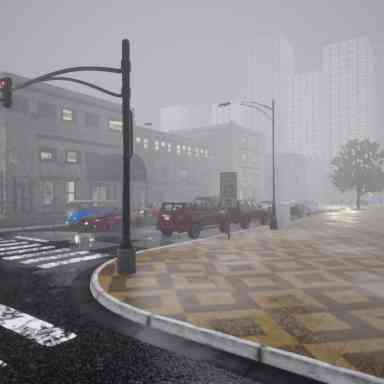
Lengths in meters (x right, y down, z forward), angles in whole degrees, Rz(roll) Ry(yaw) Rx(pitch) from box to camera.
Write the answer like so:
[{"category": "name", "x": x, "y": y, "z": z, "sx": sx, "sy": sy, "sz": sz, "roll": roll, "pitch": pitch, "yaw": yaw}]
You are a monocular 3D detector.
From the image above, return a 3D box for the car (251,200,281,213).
[{"category": "car", "x": 8.953, "y": 1.669, "z": 40.075, "sx": 1.812, "sy": 1.442, "sz": 4.674, "roll": 0, "pitch": -1, "yaw": 36}]

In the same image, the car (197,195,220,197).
[{"category": "car", "x": 1.256, "y": 1.314, "z": 29.255, "sx": 2.150, "sy": 2.045, "sz": 5.566, "roll": 0, "pitch": 0, "yaw": 35}]

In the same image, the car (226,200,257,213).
[{"category": "car", "x": 6.140, "y": 1.701, "z": 40.624, "sx": 2.008, "sy": 1.369, "sz": 4.403, "roll": -1, "pitch": -1, "yaw": 35}]

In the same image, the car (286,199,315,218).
[{"category": "car", "x": 9.783, "y": 1.657, "z": 31.273, "sx": 1.947, "sy": 1.339, "sz": 4.313, "roll": -1, "pitch": -1, "yaw": 35}]

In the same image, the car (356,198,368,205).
[{"category": "car", "x": 32.151, "y": 1.801, "z": 62.815, "sx": 2.008, "sy": 1.369, "sz": 4.403, "roll": -1, "pitch": -1, "yaw": 35}]

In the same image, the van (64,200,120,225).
[{"category": "van", "x": -6.642, "y": 1.414, "z": 22.602, "sx": 1.690, "sy": 1.788, "sz": 3.998, "roll": -1, "pitch": 0, "yaw": 35}]

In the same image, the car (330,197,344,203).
[{"category": "car", "x": 34.899, "y": 1.915, "z": 81.179, "sx": 2.008, "sy": 1.369, "sz": 4.403, "roll": -1, "pitch": -1, "yaw": 35}]

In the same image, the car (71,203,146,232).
[{"category": "car", "x": -4.889, "y": 1.623, "z": 20.597, "sx": 1.994, "sy": 1.385, "sz": 4.181, "roll": 0, "pitch": 0, "yaw": 35}]

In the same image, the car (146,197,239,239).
[{"category": "car", "x": 0.195, "y": 1.350, "z": 17.757, "sx": 2.192, "sy": 1.841, "sz": 5.009, "roll": -1, "pitch": -1, "yaw": 35}]

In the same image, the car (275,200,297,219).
[{"category": "car", "x": 6.587, "y": 1.616, "z": 26.767, "sx": 1.887, "sy": 1.381, "sz": 4.507, "roll": -1, "pitch": -1, "yaw": 35}]

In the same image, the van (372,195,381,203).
[{"category": "van", "x": 44.931, "y": 1.694, "z": 80.842, "sx": 1.690, "sy": 1.788, "sz": 3.998, "roll": -1, "pitch": -1, "yaw": 35}]

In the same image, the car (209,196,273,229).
[{"category": "car", "x": 3.390, "y": 1.368, "z": 22.263, "sx": 2.192, "sy": 1.841, "sz": 5.009, "roll": -1, "pitch": -1, "yaw": 35}]

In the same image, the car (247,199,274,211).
[{"category": "car", "x": 9.336, "y": 1.723, "z": 45.130, "sx": 2.008, "sy": 1.369, "sz": 4.403, "roll": -1, "pitch": -1, "yaw": 35}]
